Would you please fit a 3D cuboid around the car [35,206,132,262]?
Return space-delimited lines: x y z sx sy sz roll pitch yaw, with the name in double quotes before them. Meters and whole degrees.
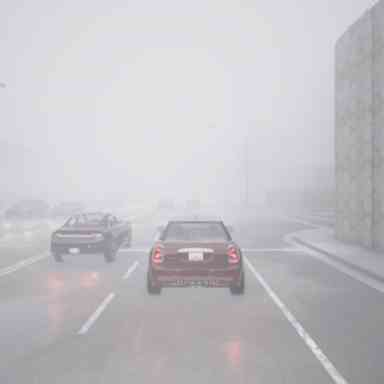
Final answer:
"car" -3.406 1.484 12.066 2.128 1.511 4.902 0 0 0

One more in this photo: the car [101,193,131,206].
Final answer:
"car" -10.584 1.191 46.798 2.150 2.045 5.566 0 0 0

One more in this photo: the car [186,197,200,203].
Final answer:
"car" 0.112 1.449 45.623 1.882 1.535 5.008 0 0 0

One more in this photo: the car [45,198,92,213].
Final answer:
"car" -10.592 1.487 28.863 1.837 1.490 4.892 0 0 0

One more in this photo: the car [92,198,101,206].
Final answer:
"car" -14.081 1.518 47.828 2.033 1.411 5.357 0 0 0

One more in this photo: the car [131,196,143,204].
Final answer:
"car" -10.531 1.525 63.052 1.994 1.385 4.181 0 0 1

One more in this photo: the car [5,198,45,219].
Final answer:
"car" -14.092 1.334 28.751 2.097 1.767 4.553 0 0 0

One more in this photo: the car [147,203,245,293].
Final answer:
"car" 0.086 1.346 8.982 2.097 1.767 4.553 0 0 0

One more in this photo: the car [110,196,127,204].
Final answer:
"car" -14.009 1.508 64.041 2.033 1.411 5.357 0 0 1

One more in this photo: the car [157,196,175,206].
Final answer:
"car" -3.389 1.325 43.775 2.097 1.767 4.553 0 0 0
